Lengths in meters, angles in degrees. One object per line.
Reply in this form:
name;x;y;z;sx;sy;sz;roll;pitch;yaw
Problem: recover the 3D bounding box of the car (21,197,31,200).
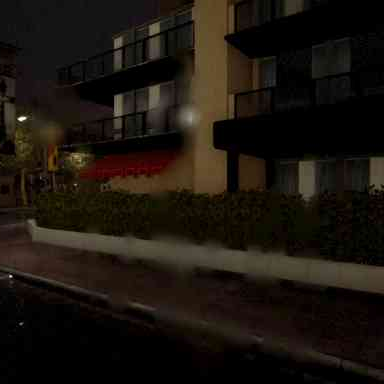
car;-35.606;1.481;67.647;4.892;1.521;2.231;0;0;36
